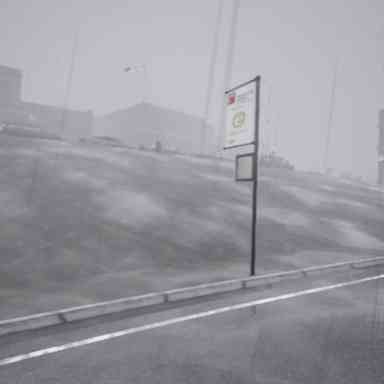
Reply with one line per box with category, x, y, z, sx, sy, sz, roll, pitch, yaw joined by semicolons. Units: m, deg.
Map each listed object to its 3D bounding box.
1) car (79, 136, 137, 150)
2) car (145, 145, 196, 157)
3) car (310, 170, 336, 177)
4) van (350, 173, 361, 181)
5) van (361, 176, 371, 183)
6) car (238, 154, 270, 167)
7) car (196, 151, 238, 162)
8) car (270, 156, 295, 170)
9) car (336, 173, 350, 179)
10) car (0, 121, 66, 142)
car;-6.776;-3.689;27.135;4.792;1.488;2.163;2;-1;-36
car;-2.376;-3.508;30.464;4.674;1.452;2.002;2;-1;-37
car;18.574;-2.454;48.553;4.674;1.452;2.002;4;-2;-43
van;26.540;-2.145;56.445;1.878;1.987;4.442;1;-2;45
van;30.337;-1.830;60.465;1.878;1.987;4.442;1;-2;44
car;6.216;-3.314;37.422;4.553;1.767;2.185;3;-1;-40
car;1.875;-3.380;33.826;4.892;1.521;2.231;2;-1;-38
car;10.472;-3.227;41.078;5.566;2.045;2.435;3;-1;-41
car;22.535;-2.181;52.421;4.674;1.452;2.002;4;-2;-45
car;-11.402;-4.021;23.770;4.553;1.767;2.185;2;-1;-35
